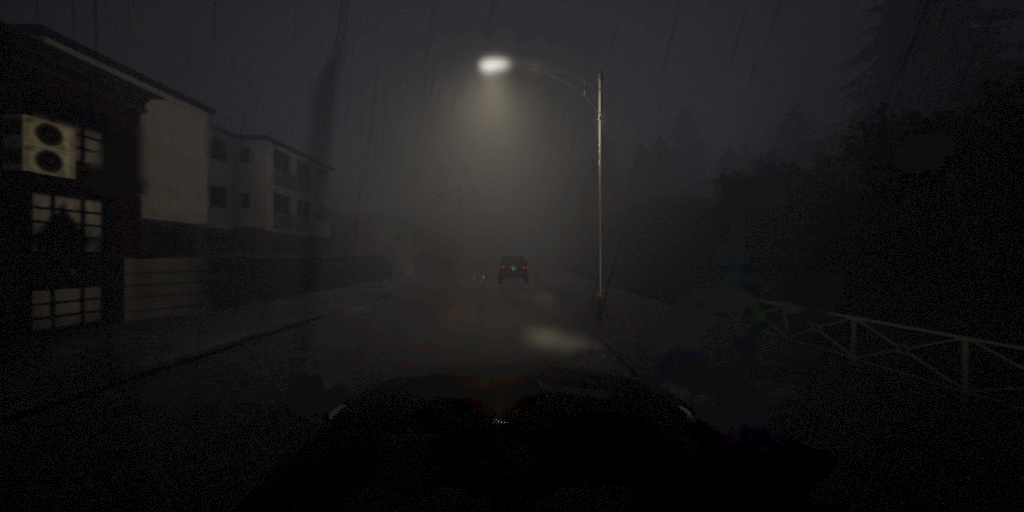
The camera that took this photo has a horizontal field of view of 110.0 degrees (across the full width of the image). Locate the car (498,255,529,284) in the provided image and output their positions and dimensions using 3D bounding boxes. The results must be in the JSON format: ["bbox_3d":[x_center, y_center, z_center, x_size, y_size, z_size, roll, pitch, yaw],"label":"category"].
[{"bbox_3d":[0.106,0.959,26.919,2.150,2.045,5.566,0,0,0],"label":"car"}]

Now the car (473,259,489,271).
[{"bbox_3d":[-4.064,1.215,47.328,2.128,1.511,4.902,0,0,0],"label":"car"}]
